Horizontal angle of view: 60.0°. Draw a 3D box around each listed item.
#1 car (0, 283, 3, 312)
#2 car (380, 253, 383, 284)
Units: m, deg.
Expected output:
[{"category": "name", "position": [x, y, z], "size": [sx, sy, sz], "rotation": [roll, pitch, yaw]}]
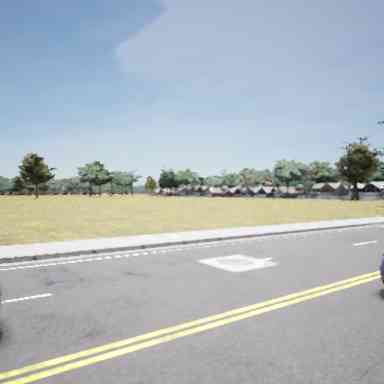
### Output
[{"category": "car", "position": [-5.115, 1.495, 4.031], "size": [4.892, 1.490, 1.837], "rotation": [0, 0, -36]}, {"category": "car", "position": [6.238, 1.577, 7.886], "size": [4.674, 1.442, 1.812], "rotation": [0, 0, -36]}]
